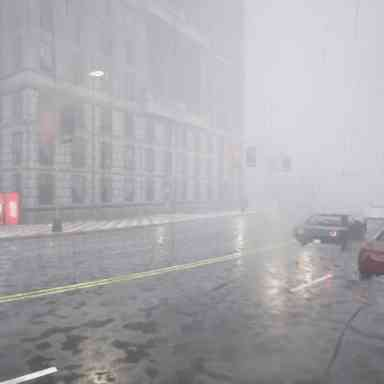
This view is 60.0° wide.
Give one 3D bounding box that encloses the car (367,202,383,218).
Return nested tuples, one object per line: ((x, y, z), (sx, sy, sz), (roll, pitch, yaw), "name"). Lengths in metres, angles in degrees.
((14.343, 1.515, 25.337), (1.812, 1.442, 4.674), (0, 0, 36), "car")

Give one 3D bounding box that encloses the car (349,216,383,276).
((6.256, 1.559, 9.378), (1.994, 1.385, 4.181), (0, 0, 43), "car")

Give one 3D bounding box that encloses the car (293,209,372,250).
((6.175, 1.593, 14.461), (1.895, 1.301, 4.718), (0, 0, 39), "car")
